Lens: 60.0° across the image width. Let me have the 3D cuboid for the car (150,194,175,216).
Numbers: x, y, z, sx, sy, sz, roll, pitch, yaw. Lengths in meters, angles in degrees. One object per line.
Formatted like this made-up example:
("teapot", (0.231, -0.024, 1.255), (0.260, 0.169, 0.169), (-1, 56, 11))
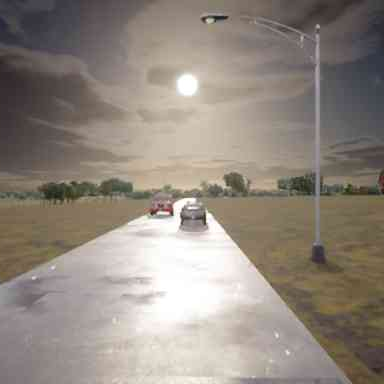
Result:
("car", (-2.836, 1.242, 32.953), (2.150, 2.045, 5.566), (0, 0, 0))

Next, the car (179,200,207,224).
("car", (0.095, 1.498, 24.516), (2.128, 1.511, 4.902), (0, 0, 0))

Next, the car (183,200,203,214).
("car", (0.085, 1.584, 36.785), (2.033, 1.411, 5.357), (0, 0, 0))
